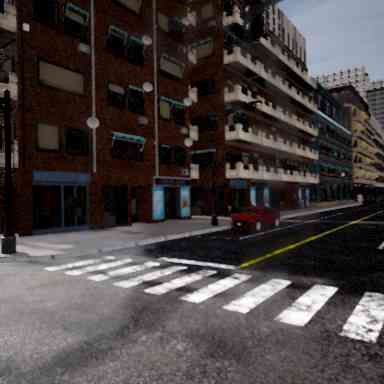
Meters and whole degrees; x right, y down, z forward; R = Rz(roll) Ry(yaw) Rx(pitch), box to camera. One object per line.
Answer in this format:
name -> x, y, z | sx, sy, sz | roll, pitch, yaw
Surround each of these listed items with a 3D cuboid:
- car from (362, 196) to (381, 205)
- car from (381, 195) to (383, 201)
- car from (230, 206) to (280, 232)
car -> 29.635, 1.419, 55.494 | 1.947, 1.339, 4.313 | -1, -1, 36
car -> 39.725, 1.362, 69.235 | 1.802, 1.307, 4.206 | -1, -1, 36
car -> 4.011, 1.595, 20.810 | 1.887, 1.381, 4.507 | -1, -1, 36
